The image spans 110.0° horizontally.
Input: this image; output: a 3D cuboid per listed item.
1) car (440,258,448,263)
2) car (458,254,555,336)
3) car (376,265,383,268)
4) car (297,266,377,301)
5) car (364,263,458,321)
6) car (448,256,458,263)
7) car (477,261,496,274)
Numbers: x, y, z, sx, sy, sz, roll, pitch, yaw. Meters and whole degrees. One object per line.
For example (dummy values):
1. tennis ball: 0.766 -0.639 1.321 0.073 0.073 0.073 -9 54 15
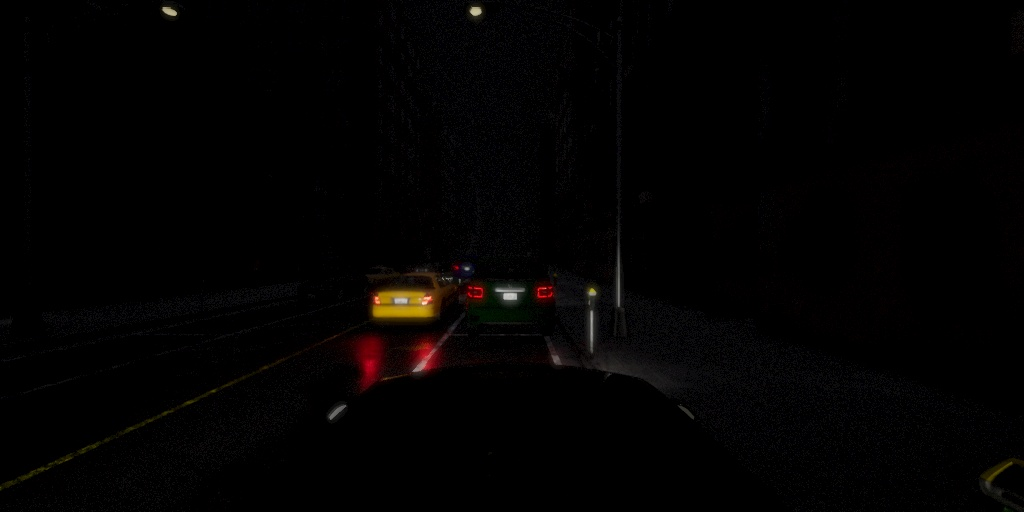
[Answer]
1. car: -5.859 1.223 36.120 1.882 1.535 5.008 0 0 0
2. car: -0.039 0.978 10.530 2.150 2.045 5.566 0 0 0
3. car: -8.408 1.275 22.461 1.751 1.417 4.829 0 0 0
4. car: -8.408 1.316 17.218 1.948 1.339 4.313 0 0 0
5. car: -3.020 1.206 12.336 1.801 1.575 5.366 0 0 0
6. car: -2.941 0.967 26.225 2.150 2.045 5.566 0 -1 0
7. car: -2.938 1.306 42.321 1.994 1.385 4.181 0 0 0
